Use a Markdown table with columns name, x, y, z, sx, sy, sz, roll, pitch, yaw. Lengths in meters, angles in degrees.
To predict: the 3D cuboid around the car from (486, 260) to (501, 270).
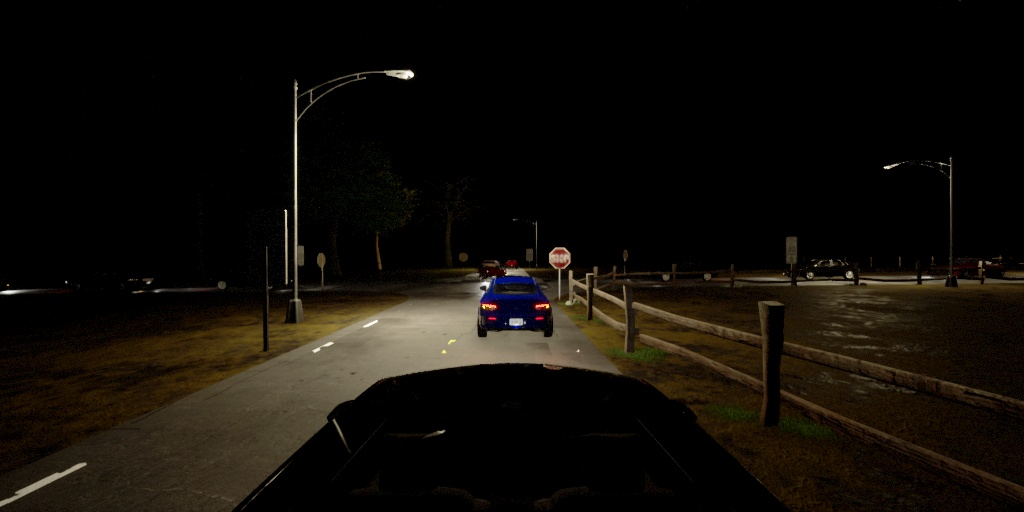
| name | x | y | z | sx | sy | sz | roll | pitch | yaw |
| --- | --- | --- | --- | --- | --- | --- | --- | --- | --- |
| car | -2.943 | 1.379 | 57.607 | 2.033 | 1.411 | 5.357 | 0 | 0 | 1 |

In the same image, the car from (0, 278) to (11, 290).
| name | x | y | z | sx | sy | sz | roll | pitch | yaw |
| --- | --- | --- | --- | --- | --- | --- | --- | --- | --- |
| car | -36.917 | 1.742 | 24.180 | 4.181 | 1.385 | 1.994 | -1 | 1 | 1 |

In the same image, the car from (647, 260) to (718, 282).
| name | x | y | z | sx | sy | sz | roll | pitch | yaw |
| --- | --- | --- | --- | --- | --- | --- | --- | --- | --- |
| car | 12.733 | 1.060 | 26.920 | 5.008 | 1.535 | 1.882 | -1 | 1 | -1 |

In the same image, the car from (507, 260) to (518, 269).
| name | x | y | z | sx | sy | sz | roll | pitch | yaw |
| --- | --- | --- | --- | --- | --- | --- | --- | --- | --- |
| car | -0.069 | 1.370 | 60.825 | 1.812 | 1.442 | 4.674 | 0 | 0 | 0 |

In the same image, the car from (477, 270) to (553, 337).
| name | x | y | z | sx | sy | sz | roll | pitch | yaw |
| --- | --- | --- | --- | --- | --- | --- | --- | --- | --- |
| car | 0.052 | 1.277 | 10.129 | 1.812 | 1.442 | 4.674 | 0 | 0 | -1 |

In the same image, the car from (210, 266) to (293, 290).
| name | x | y | z | sx | sy | sz | roll | pitch | yaw |
| --- | --- | --- | --- | --- | --- | --- | --- | --- | --- |
| car | -17.335 | 1.435 | 24.136 | 5.008 | 1.535 | 1.882 | -1 | 1 | 0 |

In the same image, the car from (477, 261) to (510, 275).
| name | x | y | z | sx | sy | sz | roll | pitch | yaw |
| --- | --- | --- | --- | --- | --- | --- | --- | --- | --- |
| car | -1.860 | 1.367 | 32.143 | 1.895 | 1.301 | 4.718 | 0 | 0 | -14 |

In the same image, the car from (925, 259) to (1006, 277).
| name | x | y | z | sx | sy | sz | roll | pitch | yaw |
| --- | --- | --- | --- | --- | --- | --- | --- | --- | --- |
| car | 33.891 | 0.897 | 26.883 | 4.181 | 1.385 | 1.994 | -1 | 1 | 0 |

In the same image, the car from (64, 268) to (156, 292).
| name | x | y | z | sx | sy | sz | roll | pitch | yaw |
| --- | --- | --- | --- | --- | --- | --- | --- | --- | --- |
| car | -26.913 | 1.556 | 24.136 | 4.902 | 1.511 | 2.128 | -1 | 1 | 0 |

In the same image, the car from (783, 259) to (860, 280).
| name | x | y | z | sx | sy | sz | roll | pitch | yaw |
| --- | --- | --- | --- | --- | --- | --- | --- | --- | --- |
| car | 23.123 | 0.965 | 26.925 | 4.892 | 1.490 | 1.837 | -1 | 1 | 0 |
